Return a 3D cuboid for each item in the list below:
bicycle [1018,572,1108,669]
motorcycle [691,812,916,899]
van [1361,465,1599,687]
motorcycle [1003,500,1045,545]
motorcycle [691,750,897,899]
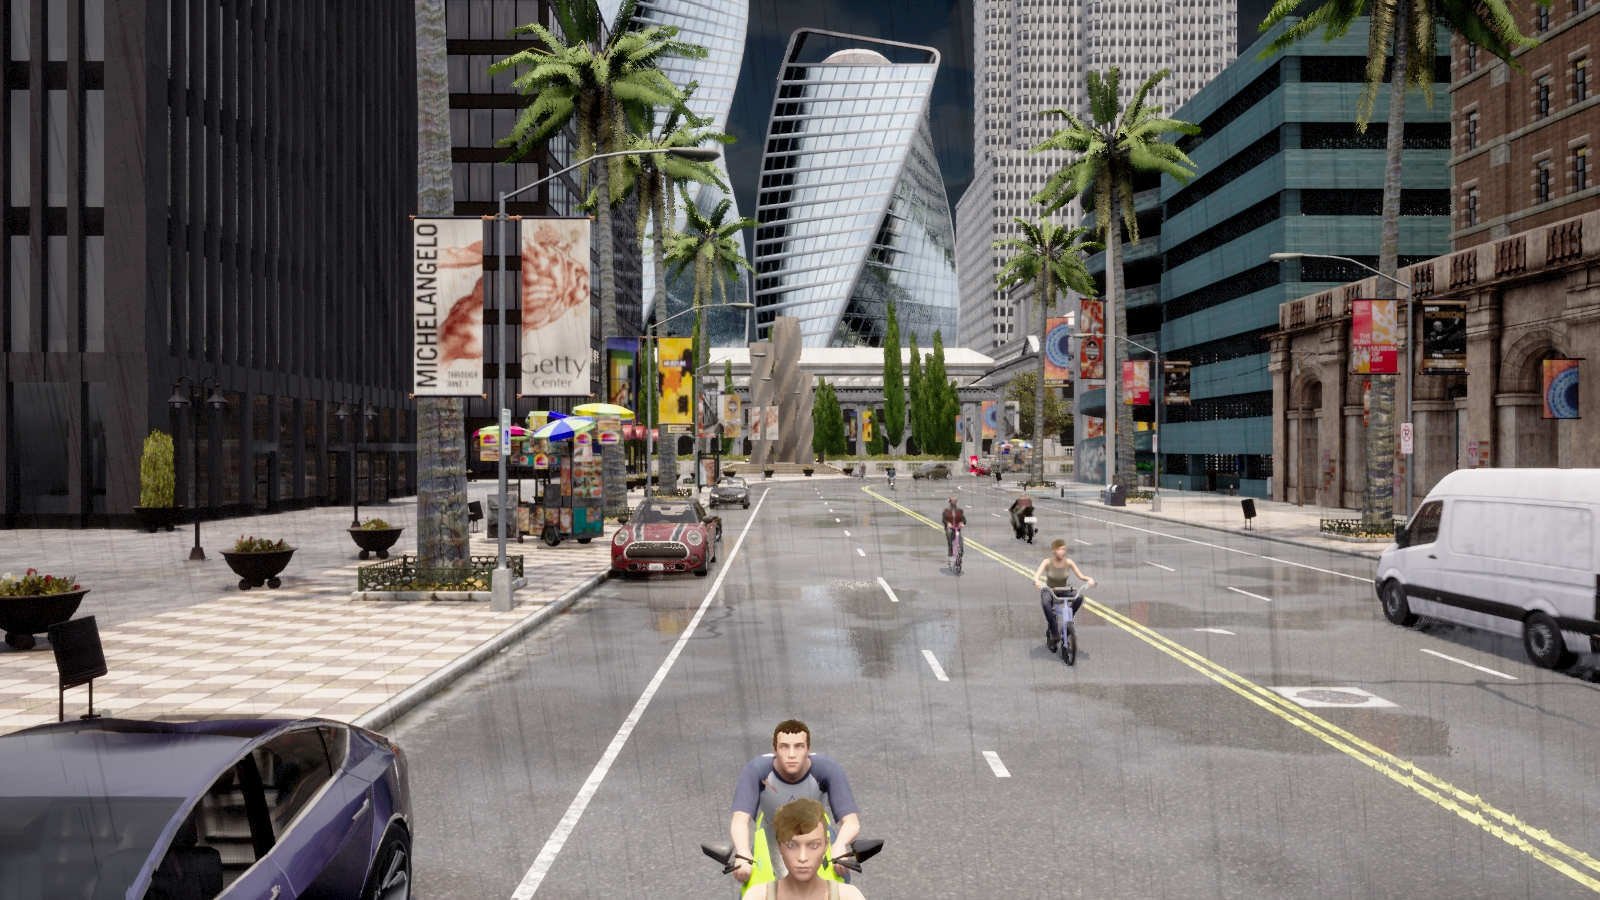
[{"bbox_3d":[3.504,2.263,15.352,0.859,1.080,1.487,0,0,0],"label":"bicycle"},{"bbox_3d":[0.013,2.175,3.553,0.764,1.277,2.356,0,2,0],"label":"motorcycle"},{"bbox_3d":[10.521,1.541,16.438,1.988,2.561,5.915,0,0,0],"label":"van"},{"bbox_3d":[6.891,2.219,35.271,0.867,1.251,2.209,0,0,-1],"label":"motorcycle"},{"bbox_3d":[-0.023,2.223,5.441,0.803,1.145,2.033,-1,-3,0],"label":"motorcycle"}]
